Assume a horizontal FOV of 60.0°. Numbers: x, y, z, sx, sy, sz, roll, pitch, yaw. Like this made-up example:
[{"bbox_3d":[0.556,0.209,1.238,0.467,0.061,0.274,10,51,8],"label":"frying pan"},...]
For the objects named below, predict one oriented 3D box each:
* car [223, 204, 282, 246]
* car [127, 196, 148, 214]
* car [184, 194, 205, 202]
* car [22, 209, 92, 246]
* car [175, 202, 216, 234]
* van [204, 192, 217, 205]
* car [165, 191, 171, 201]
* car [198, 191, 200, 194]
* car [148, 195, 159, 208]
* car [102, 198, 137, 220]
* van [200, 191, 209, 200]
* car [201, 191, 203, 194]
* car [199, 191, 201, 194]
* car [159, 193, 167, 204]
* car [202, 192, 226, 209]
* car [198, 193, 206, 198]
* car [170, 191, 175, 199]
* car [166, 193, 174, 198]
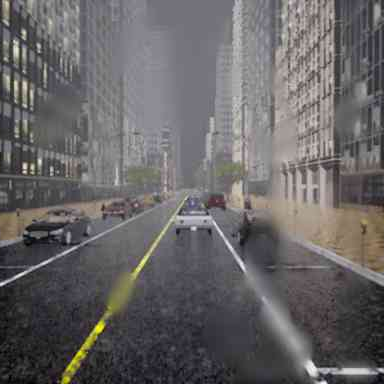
[{"bbox_3d":[2.674,1.441,14.542,2.008,1.369,4.403,-1,0,0],"label":"car"},{"bbox_3d":[-5.718,1.202,31.587,1.967,1.590,4.097,-1,0,0],"label":"car"},{"bbox_3d":[0.076,1.270,36.857,2.033,1.411,5.357,0,0,0],"label":"car"},{"bbox_3d":[-5.707,1.441,14.537,2.008,1.369,4.403,-1,0,0],"label":"car"},{"bbox_3d":[0.090,1.462,18.372,1.895,1.301,4.718,0,0,0],"label":"car"},{"bbox_3d":[2.651,0.974,48.642,1.690,1.788,3.998,-1,0,0],"label":"van"},{"bbox_3d":[-5.738,1.053,65.689,2.008,1.369,4.403,-1,0,0],"label":"car"},{"bbox_3d":[2.641,0.943,65.693,1.967,1.590,4.097,-1,0,0],"label":"car"},{"bbox_3d":[-5.724,1.202,42.785,1.752,1.417,4.829,-1,0,0],"label":"car"},{"bbox_3d":[-5.714,1.386,25.904,1.802,1.307,4.206,-1,0,0],"label":"car"},{"bbox_3d":[2.636,0.800,71.376,1.690,1.788,3.998,-1,0,0],"label":"van"},{"bbox_3d":[2.654,0.991,42.959,2.192,1.841,5.009,-1,0,0],"label":"car"},{"bbox_3d":[2.648,1.030,54.327,1.967,1.590,4.097,-1,0,0],"label":"car"},{"bbox_3d":[-5.731,1.155,54.322,1.947,1.339,4.313,-1,0,0],"label":"car"},{"bbox_3d":[2.657,1.034,37.275,2.192,1.841,5.009,-1,0,0],"label":"car"},{"bbox_3d":[2.628,0.877,88.428,2.008,1.369,4.403,-1,0,0],"label":"car"},{"bbox_3d":[-5.746,0.854,77.055,1.967,1.590,4.097,-1,0,0],"label":"car"},{"bbox_3d":[-5.753,0.908,88.423,1.802,1.307,4.206,-1,0,0],"label":"car"}]
